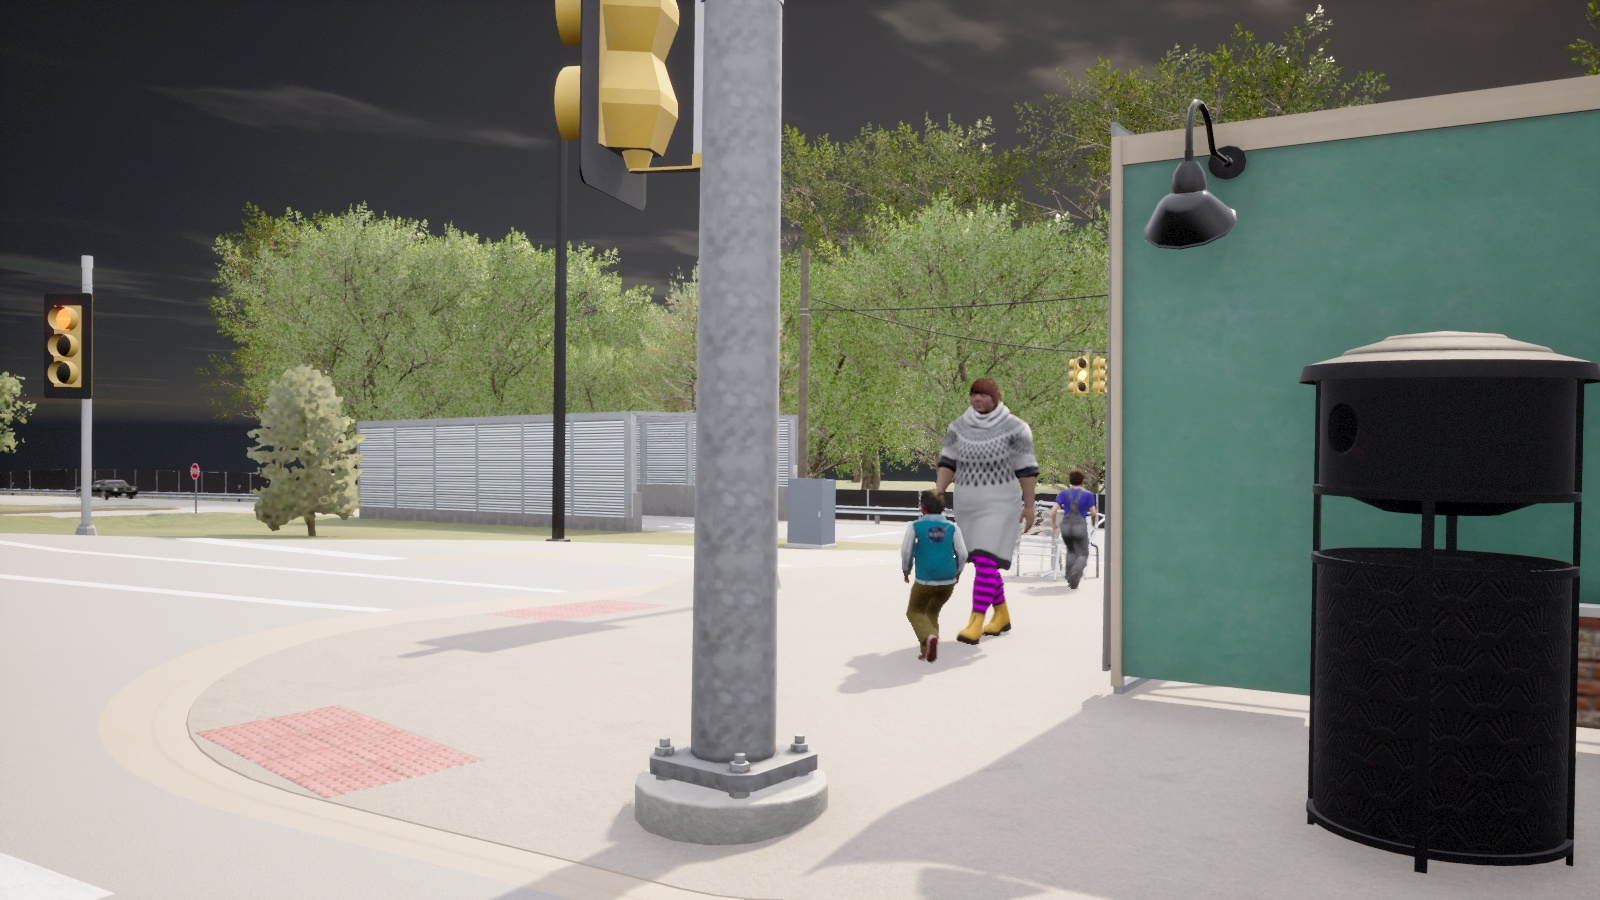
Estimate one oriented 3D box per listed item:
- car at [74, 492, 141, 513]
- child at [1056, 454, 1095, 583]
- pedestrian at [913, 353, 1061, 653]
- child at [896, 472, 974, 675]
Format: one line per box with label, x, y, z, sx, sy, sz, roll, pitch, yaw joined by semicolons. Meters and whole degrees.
car;-45.983;3.471;83.329;4.718;1.301;1.895;-2;0;34
child;2.783;0.682;12.685;0.270;1.263;0.437;0;1;30
pedestrian;1.309;0.338;8.727;0.659;1.952;0.873;0;1;40
child;0.824;0.740;7.728;0.343;1.192;0.448;-1;1;-14
